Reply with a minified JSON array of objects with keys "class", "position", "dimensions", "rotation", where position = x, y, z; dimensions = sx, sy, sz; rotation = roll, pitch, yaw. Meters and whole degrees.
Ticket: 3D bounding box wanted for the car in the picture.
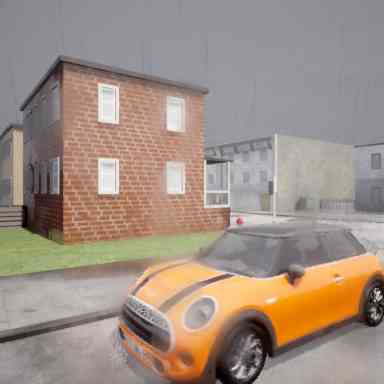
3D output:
[{"class":"car","position":[1.156,1.353,5.426],"dimensions":[4.553,1.767,2.097],"rotation":[0,0,-35]}]
